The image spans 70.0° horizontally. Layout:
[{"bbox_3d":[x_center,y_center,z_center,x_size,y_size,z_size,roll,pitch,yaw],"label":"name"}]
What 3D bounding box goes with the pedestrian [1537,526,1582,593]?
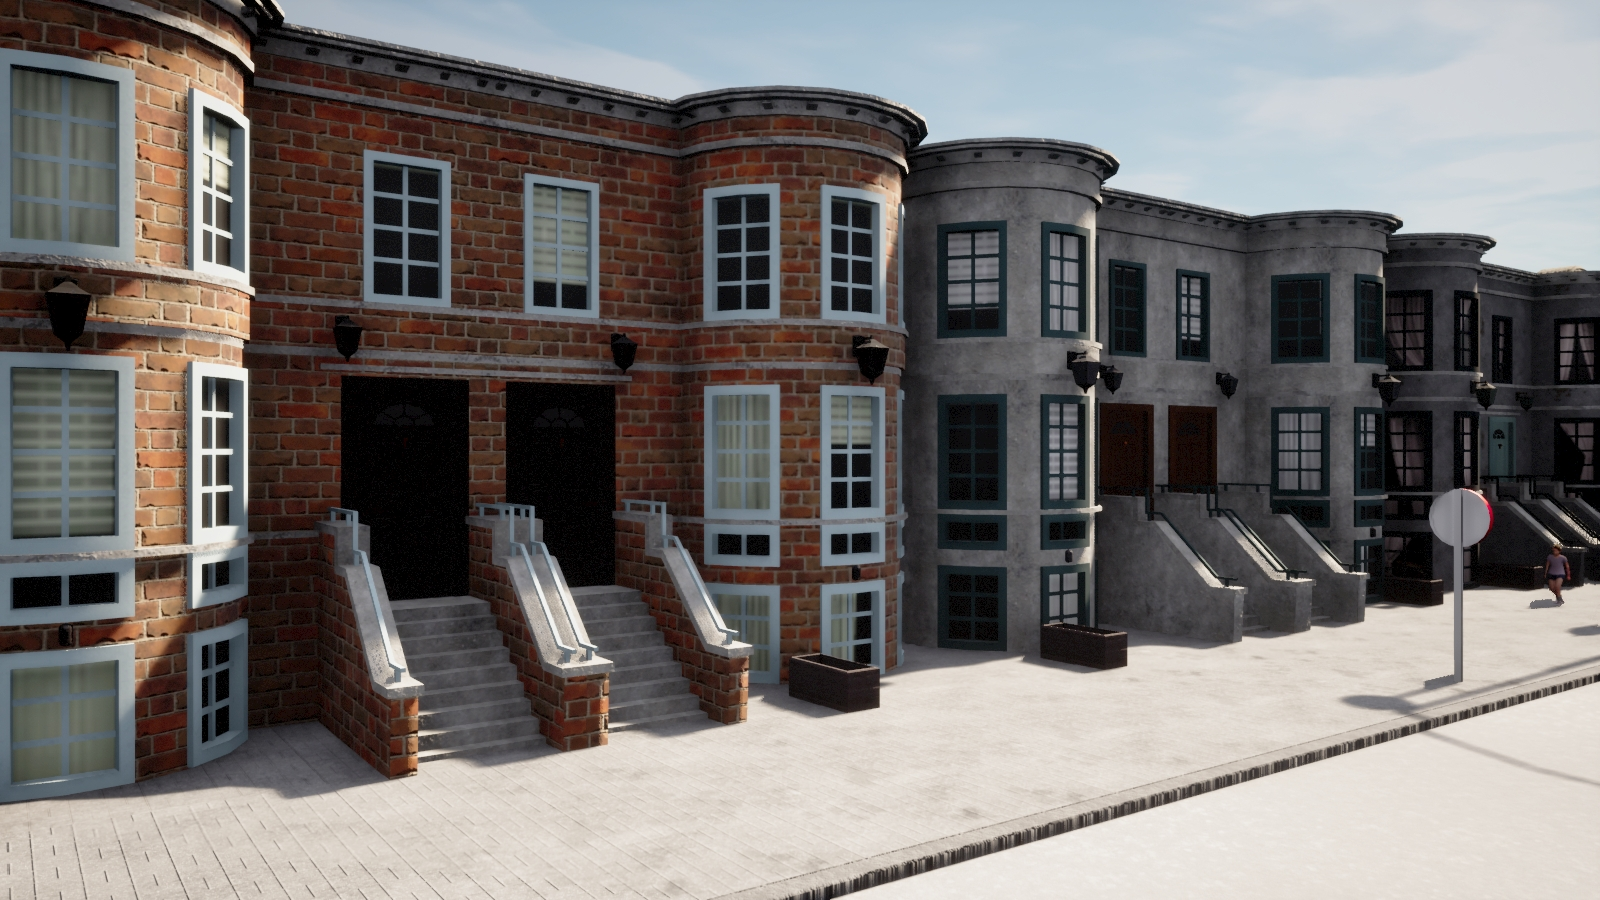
[{"bbox_3d":[13.301,1.904,20.020,0.500,1.100,0.500,0,0,-34],"label":"pedestrian"}]
